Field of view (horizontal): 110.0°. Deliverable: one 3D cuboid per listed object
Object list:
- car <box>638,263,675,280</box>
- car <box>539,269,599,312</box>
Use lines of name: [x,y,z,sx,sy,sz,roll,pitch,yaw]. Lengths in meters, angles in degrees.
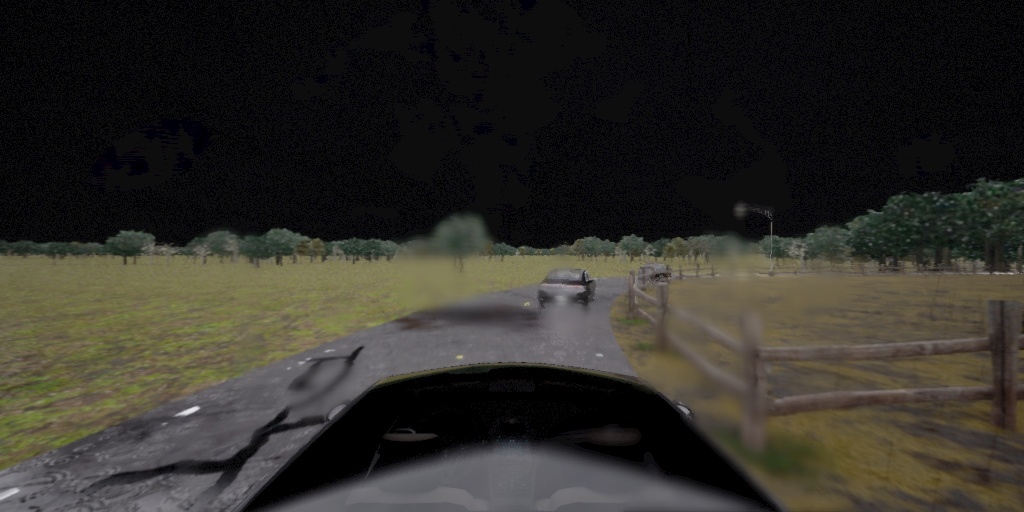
car: [13.180,1.367,32.500,2.128,1.511,4.902,0,0,44]
car: [2.386,1.264,14.536,2.128,1.511,4.902,0,0,17]
